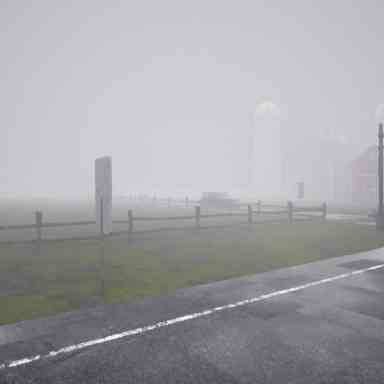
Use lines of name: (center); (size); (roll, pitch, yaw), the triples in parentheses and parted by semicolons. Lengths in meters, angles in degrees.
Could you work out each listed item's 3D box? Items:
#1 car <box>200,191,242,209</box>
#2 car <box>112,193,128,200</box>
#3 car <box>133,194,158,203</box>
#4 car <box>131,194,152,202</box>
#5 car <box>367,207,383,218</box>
car: (3.221, 0.962, 37.717); (2.150, 2.045, 5.566); (-1, 1, -36)
car: (-14.938, 0.923, 67.997); (2.033, 1.411, 5.357); (-1, 1, -36)
car: (-7.156, 1.171, 52.158); (1.895, 1.301, 4.718); (-1, 1, -36)
car: (-9.090, 1.039, 59.844); (1.994, 1.385, 4.181); (-1, 1, -35)
car: (15.236, 1.456, 23.157); (5.357, 1.411, 2.033); (0, 1, 38)
